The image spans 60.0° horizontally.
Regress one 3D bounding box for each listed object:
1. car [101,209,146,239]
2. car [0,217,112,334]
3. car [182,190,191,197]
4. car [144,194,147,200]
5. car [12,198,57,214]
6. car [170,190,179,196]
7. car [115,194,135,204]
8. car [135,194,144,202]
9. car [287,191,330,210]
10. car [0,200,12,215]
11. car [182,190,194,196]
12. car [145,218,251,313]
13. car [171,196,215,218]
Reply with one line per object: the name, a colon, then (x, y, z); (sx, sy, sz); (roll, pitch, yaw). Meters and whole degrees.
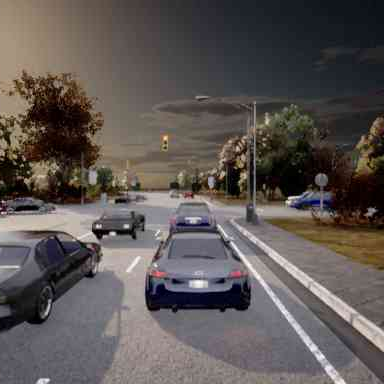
car: (-3.471, 1.510, 16.669); (1.895, 1.301, 4.718); (0, 0, -1)
car: (-3.414, 1.524, 7.024); (2.033, 1.411, 5.357); (0, 0, -1)
car: (-1.559, 0.348, 94.080); (2.097, 1.767, 4.553); (0, 1, -7)
car: (-10.820, 1.061, 71.219); (1.895, 1.301, 4.718); (0, 1, -1)
car: (-15.579, 1.286, 31.924); (4.902, 1.511, 2.128); (0, 0, -3)
car: (-4.293, 0.846, 84.112); (1.994, 1.385, 4.181); (0, 1, -4)
car: (-10.772, 1.244, 52.161); (1.895, 1.301, 4.718); (0, 0, 0)
car: (-10.780, 1.060, 61.262); (2.128, 1.511, 4.902); (0, 1, 0)
car: (14.033, 0.976, 37.407); (5.566, 2.045, 2.150); (0, 0, -3)
car: (-18.590, 1.048, 27.823); (5.566, 2.045, 2.150); (0, 0, 3)
car: (-0.746, 0.526, 83.432); (2.150, 2.045, 5.566); (0, 1, -4)
car: (0.084, 1.537, 7.712); (1.994, 1.385, 4.181); (0, 0, -1)
car: (0.049, 1.263, 16.345); (2.097, 1.767, 4.553); (0, 0, 0)
